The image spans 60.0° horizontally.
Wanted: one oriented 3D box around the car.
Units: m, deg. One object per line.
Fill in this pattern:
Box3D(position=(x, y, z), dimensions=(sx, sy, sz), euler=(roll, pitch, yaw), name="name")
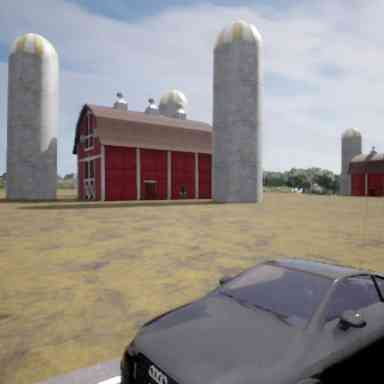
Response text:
Box3D(position=(1.298, 1.570, 4.018), dimensions=(4.181, 1.385, 1.994), euler=(0, 0, -36), name="car")
